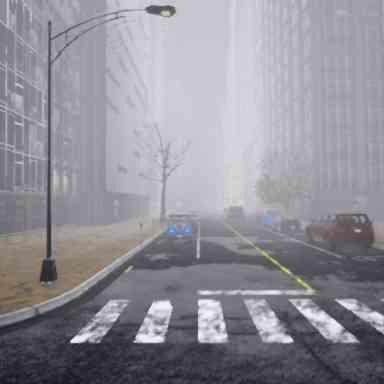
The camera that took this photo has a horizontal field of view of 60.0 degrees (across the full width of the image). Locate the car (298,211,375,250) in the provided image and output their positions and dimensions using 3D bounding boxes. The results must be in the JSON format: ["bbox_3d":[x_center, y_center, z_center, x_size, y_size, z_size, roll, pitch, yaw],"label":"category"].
[{"bbox_3d":[7.548,1.927,17.390,2.192,1.841,5.009,-1,-2,1],"label":"car"}]

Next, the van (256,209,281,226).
[{"bbox_3d":[7.955,2.569,33.481,1.690,1.788,3.998,-1,-2,1],"label":"van"}]

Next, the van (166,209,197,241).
[{"bbox_3d":[-0.710,2.232,22.311,1.690,1.788,3.998,-1,-2,1],"label":"van"}]

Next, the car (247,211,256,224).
[{"bbox_3d":[8.103,3.011,39.165,1.947,1.339,4.313,-1,-2,1],"label":"car"}]

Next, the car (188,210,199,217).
[{"bbox_3d":[0.300,3.991,62.145,1.802,1.307,4.206,-1,-2,1],"label":"car"}]

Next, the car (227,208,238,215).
[{"bbox_3d":[8.964,4.308,73.317,1.947,1.339,4.313,-1,-2,1],"label":"car"}]

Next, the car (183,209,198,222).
[{"bbox_3d":[-0.133,3.200,45.075,1.967,1.590,4.097,-1,-2,1],"label":"car"}]

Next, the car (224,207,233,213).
[{"bbox_3d":[9.660,4.788,88.489,1.882,1.535,5.008,-1,-2,1],"label":"car"}]

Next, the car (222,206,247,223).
[{"bbox_3d":[5.554,2.846,43.127,2.150,2.045,5.566,-1,-2,2],"label":"car"}]

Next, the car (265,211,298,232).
[{"bbox_3d":[7.815,2.561,27.781,2.008,1.369,4.403,-1,-2,1],"label":"car"}]

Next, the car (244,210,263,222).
[{"bbox_3d":[8.250,3.194,45.028,1.752,1.417,4.829,-1,-2,1],"label":"car"}]

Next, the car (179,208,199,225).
[{"bbox_3d":[-0.279,2.859,39.388,2.192,1.841,5.009,-1,-2,1],"label":"car"}]

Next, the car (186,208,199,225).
[{"bbox_3d":[-0.566,2.424,28.003,2.192,1.841,5.009,-1,-2,1],"label":"car"}]

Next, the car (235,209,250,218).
[{"bbox_3d":[8.533,3.645,56.240,2.008,1.369,4.403,-1,-2,1],"label":"car"}]
